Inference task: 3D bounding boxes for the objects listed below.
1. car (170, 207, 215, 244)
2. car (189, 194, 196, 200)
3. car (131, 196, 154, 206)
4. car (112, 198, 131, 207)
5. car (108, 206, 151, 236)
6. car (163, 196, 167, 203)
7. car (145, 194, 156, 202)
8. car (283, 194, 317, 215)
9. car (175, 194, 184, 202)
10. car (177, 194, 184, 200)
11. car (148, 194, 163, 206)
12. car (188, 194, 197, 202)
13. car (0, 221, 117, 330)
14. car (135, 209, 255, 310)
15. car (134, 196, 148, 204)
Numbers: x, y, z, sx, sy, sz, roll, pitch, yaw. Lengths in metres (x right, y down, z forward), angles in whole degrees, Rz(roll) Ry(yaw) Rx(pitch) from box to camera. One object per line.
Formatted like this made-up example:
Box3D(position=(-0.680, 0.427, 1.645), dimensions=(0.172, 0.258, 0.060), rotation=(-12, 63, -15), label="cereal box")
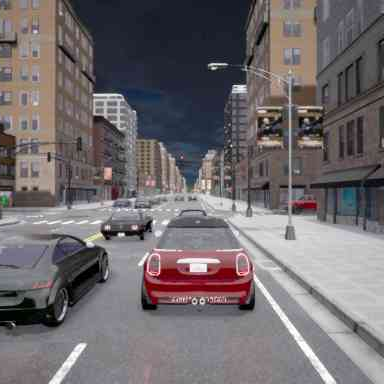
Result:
Box3D(position=(0.051, 1.563, 16.663), dimensions=(1.994, 1.385, 4.181), rotation=(0, 0, 1), label="car")
Box3D(position=(0.220, 1.370, 88.285), dimensions=(1.812, 1.442, 4.674), rotation=(0, 0, 0), label="car")
Box3D(position=(-6.268, 1.558, 42.807), dimensions=(1.994, 1.385, 4.181), rotation=(0, 0, -4), label="car")
Box3D(position=(-9.734, 1.541, 46.548), dimensions=(2.033, 1.411, 5.357), rotation=(0, 0, 0), label="car")
Box3D(position=(-3.109, 1.600, 16.899), dimensions=(1.895, 1.301, 4.718), rotation=(0, 0, 0), label="car")
Box3D(position=(-6.325, 1.536, 70.118), dimensions=(1.994, 1.385, 4.181), rotation=(0, 0, 0), label="car")
Box3D(position=(-9.558, 1.328, 77.345), dimensions=(2.097, 1.767, 4.553), rotation=(0, 0, 0), label="car")
Box3D(position=(12.351, 1.256, 34.476), dimensions=(5.566, 2.045, 2.150), rotation=(0, 0, 0), label="car")
Box3D(position=(-3.055, 1.530, 78.290), dimensions=(1.994, 1.385, 4.181), rotation=(0, 0, 0), label="car")
Box3D(position=(-3.030, 1.370, 88.293), dimensions=(1.812, 1.442, 4.674), rotation=(0, 0, 0), label="car")
Box3D(position=(-6.452, 1.554, 55.578), dimensions=(1.994, 1.385, 4.181), rotation=(0, 0, 0), label="car")
Box3D(position=(0.195, 1.333, 78.252), dimensions=(2.097, 1.767, 4.553), rotation=(0, 0, 0), label="car")
Box3D(position=(-3.133, 1.564, 7.030), dimensions=(1.994, 1.385, 4.181), rotation=(0, 0, 0), label="car")
Box3D(position=(0.119, 1.352, 7.960), dimensions=(2.097, 1.767, 4.553), rotation=(0, 0, 0), label="car")
Box3D(position=(-9.650, 1.551, 62.824), dimensions=(1.994, 1.385, 4.181), rotation=(0, 0, 1), label="car")
